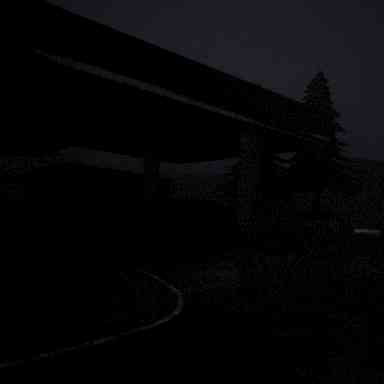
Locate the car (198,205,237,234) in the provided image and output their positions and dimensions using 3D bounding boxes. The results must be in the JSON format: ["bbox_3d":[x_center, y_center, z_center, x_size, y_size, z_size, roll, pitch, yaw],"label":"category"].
[{"bbox_3d":[2.152,1.854,23.493,1.905,1.878,3.866,2,-1,-37],"label":"car"}]

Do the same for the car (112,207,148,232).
[{"bbox_3d":[-4.982,1.883,23.524,2.242,1.667,4.611,2,-1,-37],"label":"car"}]

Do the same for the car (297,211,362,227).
[{"bbox_3d":[11.722,2.354,28.920,2.033,1.411,5.357,2,-1,-37],"label":"car"}]
